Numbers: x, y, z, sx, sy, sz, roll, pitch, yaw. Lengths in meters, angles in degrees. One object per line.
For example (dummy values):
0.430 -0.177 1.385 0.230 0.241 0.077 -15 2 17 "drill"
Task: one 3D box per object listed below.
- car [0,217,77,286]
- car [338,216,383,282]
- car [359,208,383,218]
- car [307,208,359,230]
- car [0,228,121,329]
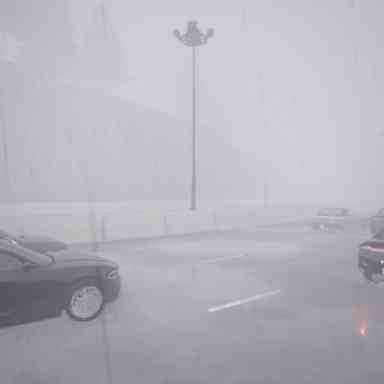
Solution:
-5.673 1.526 8.405 4.892 1.490 1.837 0 0 -36 "car"
6.121 1.496 8.604 4.902 1.511 2.128 0 0 -39 "car"
10.910 1.502 17.220 4.902 1.511 2.128 0 0 -41 "car"
8.972 1.619 20.141 4.718 1.301 1.895 0 0 -42 "car"
-3.658 1.492 5.541 5.008 1.535 1.882 0 0 -36 "car"
